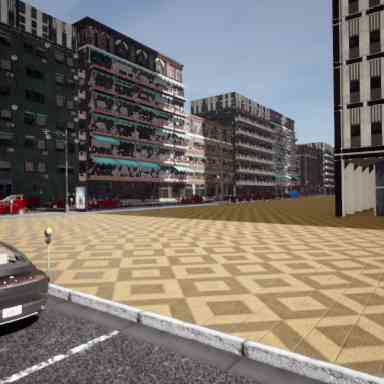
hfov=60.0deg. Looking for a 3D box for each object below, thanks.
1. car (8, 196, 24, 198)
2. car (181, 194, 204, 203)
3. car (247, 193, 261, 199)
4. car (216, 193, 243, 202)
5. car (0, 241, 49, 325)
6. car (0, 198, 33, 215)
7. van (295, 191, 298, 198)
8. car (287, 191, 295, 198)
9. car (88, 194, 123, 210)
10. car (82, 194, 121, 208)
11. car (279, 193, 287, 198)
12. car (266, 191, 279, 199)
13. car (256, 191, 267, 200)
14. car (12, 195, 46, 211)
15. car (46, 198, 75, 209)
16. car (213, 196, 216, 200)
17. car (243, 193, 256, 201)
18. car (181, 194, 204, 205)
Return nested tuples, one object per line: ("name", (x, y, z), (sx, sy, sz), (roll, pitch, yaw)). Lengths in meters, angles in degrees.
("car", (-19.978, 1.452, 32.601), (2.033, 1.411, 5.357), (-1, 0, 36))
("car", (0.115, 1.180, 59.985), (1.812, 1.442, 4.674), (-1, 0, 36))
("car", (16.179, 1.039, 86.562), (1.947, 1.339, 4.313), (-1, 0, 36))
("car", (6.663, 1.092, 59.293), (2.008, 1.369, 4.403), (-1, 0, 36))
("car", (-4.447, 1.553, 6.247), (4.403, 1.369, 2.008), (0, -1, 36))
("car", (-16.135, 1.412, 28.030), (1.802, 1.307, 4.206), (-1, 0, 36))
("van", (26.203, 0.653, 86.089), (1.690, 1.788, 3.998), (-1, 0, 36))
("car", (22.948, 0.931, 81.623), (1.802, 1.307, 4.206), (-1, 0, 36))
("car", (-9.622, 1.185, 36.962), (1.967, 1.590, 4.097), (-1, 0, 36))
("car", (-11.829, 1.150, 43.772), (2.097, 1.767, 4.553), (-1, 0, 36))
("car", (19.691, 0.937, 77.156), (2.008, 1.369, 4.403), (-1, 0, 36))
("car", (16.431, 0.739, 72.690), (2.192, 1.841, 5.009), (-1, 0, 36))
("car", (13.177, 1.045, 68.224), (1.802, 1.307, 4.206), (-1, 0, 36))
("car", (-19.651, 1.226, 37.435), (2.192, 1.841, 5.009), (-1, 0, 36))
("car", (-16.391, 1.414, 41.902), (1.887, 1.381, 4.507), (-1, 0, 36))
("car", (6.406, 1.027, 73.163), (1.967, 1.590, 4.097), (-1, 0, 36))
("car", (9.920, 1.047, 63.759), (1.887, 1.381, 4.507), (-1, 0, 36))
("car", (0.148, 1.061, 50.360), (1.967, 1.590, 4.097), (-1, 0, 36))
